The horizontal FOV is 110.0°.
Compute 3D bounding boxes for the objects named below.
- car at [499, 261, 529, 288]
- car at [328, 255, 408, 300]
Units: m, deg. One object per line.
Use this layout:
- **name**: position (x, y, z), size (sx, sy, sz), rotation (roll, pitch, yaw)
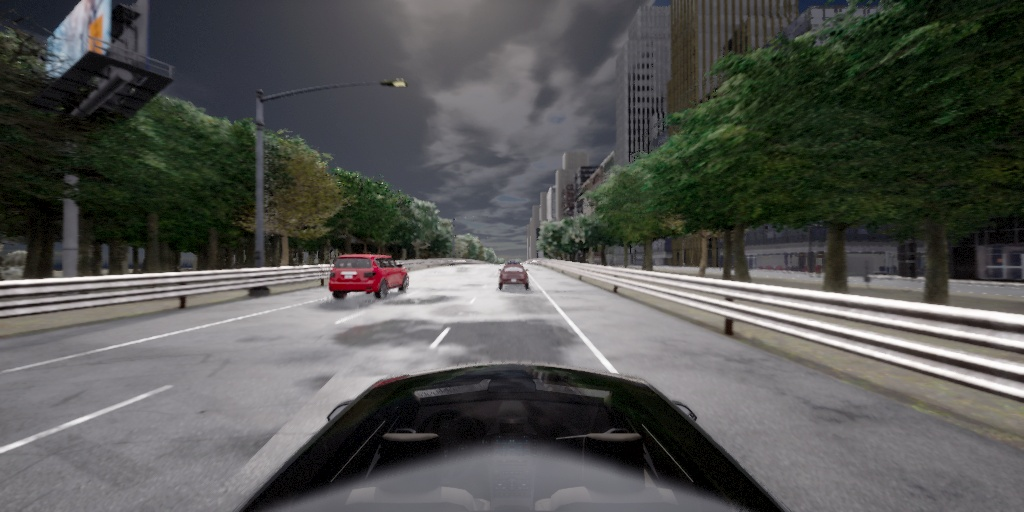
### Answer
- **car**: position (0.107, 1.251, 23.180), size (1.812, 1.442, 4.674), rotation (0, 0, 0)
- **car**: position (-6.895, 0.963, 17.821), size (2.150, 2.045, 5.566), rotation (0, 0, 0)
